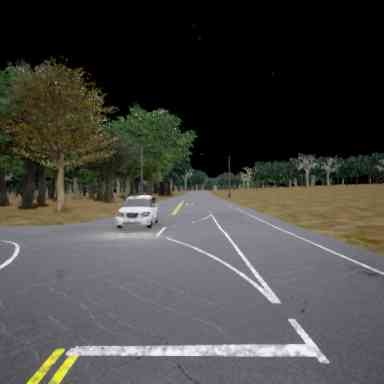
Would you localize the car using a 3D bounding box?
[{"bbox_3d":[-3.492,1.283,22.161,2.150,2.045,5.566,0,1,0],"label":"car"}]
